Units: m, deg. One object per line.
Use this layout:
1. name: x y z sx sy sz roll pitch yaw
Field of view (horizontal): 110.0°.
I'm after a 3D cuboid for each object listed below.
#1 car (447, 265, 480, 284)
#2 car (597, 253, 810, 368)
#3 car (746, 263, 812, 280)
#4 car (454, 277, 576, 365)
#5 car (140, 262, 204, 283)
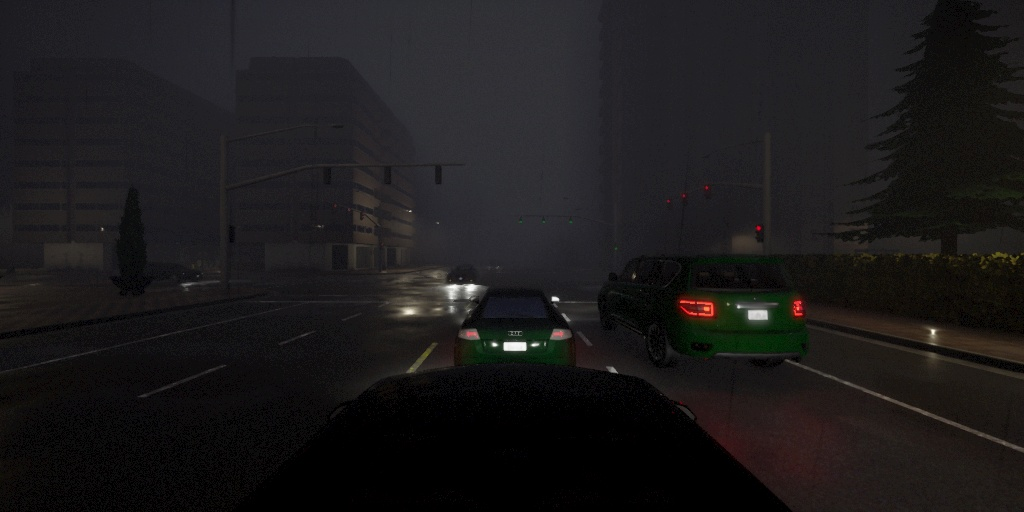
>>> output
1. car: -3.504 1.343 26.414 1.994 1.385 4.181 0 0 0
2. car: 3.588 0.971 8.019 2.150 2.045 5.566 0 0 -2
3. car: 22.859 1.314 30.805 4.181 1.385 1.994 0 0 1
4. car: 0.058 1.314 7.338 1.994 1.385 4.181 0 0 0
5. car: -26.569 1.250 27.596 4.892 1.490 1.837 1 0 1
